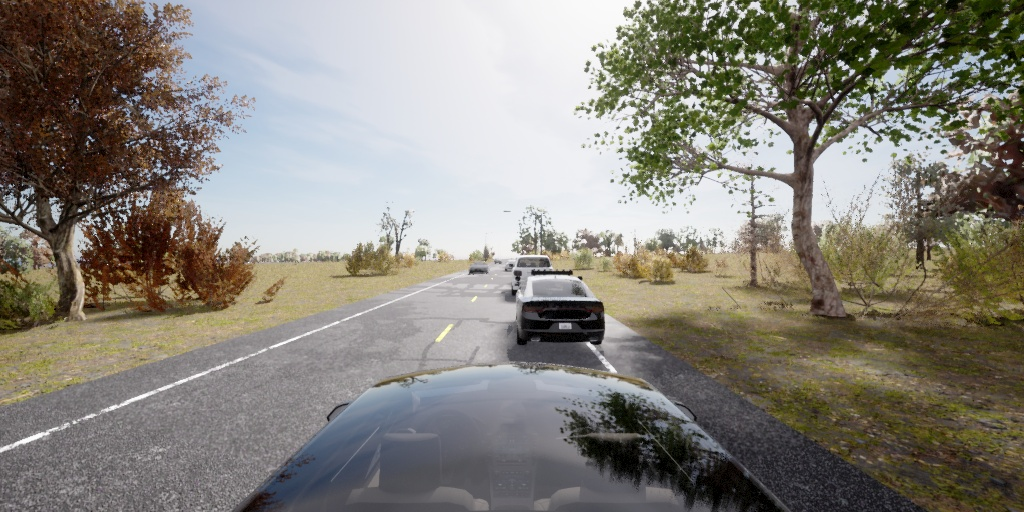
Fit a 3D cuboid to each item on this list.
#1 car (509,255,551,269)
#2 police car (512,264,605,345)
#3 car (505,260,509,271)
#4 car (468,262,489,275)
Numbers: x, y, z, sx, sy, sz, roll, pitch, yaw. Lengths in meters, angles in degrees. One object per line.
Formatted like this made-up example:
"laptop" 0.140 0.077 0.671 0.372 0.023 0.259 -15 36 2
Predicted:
"car" 1.051 0.978 19.569 2.150 2.045 5.566 0 0 0
"police car" 1.051 1.177 9.648 1.930 1.638 5.238 0 0 0
"car" 0.040 1.283 48.268 1.812 1.442 4.674 0 0 1
"car" -3.599 1.320 39.565 1.994 1.385 4.181 0 0 0
